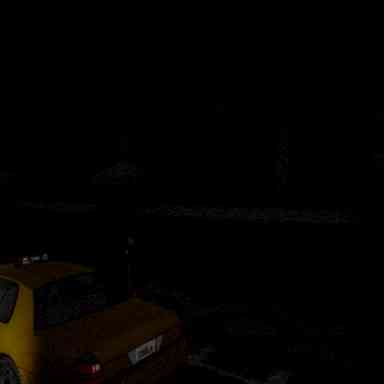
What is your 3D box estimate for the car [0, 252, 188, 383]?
[{"bbox_3d":[-2.333,1.525,4.625,4.829,1.417,1.752,0,0,35],"label":"car"}]
